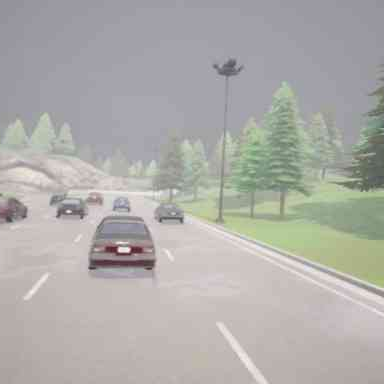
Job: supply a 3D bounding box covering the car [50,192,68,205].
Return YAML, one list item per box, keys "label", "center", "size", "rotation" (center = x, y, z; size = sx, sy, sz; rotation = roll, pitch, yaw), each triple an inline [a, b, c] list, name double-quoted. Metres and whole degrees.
- label: "car"
  center: [-15.410, 0.799, 39.188]
  size: [1.837, 1.490, 4.892]
  rotation: [3, 0, -12]

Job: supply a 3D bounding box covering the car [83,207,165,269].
- label: "car"
  center: [-2.212, 1.461, 10.710]
  size: [2.033, 1.411, 5.357]
  rotation: [3, 0, -12]

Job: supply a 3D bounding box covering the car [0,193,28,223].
- label: "car"
  center: [-11.350, 0.978, 20.087]
  size: [1.812, 1.442, 4.674]
  rotation: [3, 0, -12]

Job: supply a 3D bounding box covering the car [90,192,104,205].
- label: "car"
  center: [-13.201, 0.782, 45.647]
  size: [2.097, 1.767, 4.553]
  rotation: [3, 0, -12]

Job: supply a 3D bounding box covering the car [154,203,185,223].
- label: "car"
  center: [-1.812, 1.527, 25.582]
  size: [2.033, 1.411, 5.357]
  rotation: [3, 0, -12]

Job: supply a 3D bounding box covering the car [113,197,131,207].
- label: "car"
  center: [-7.599, 1.248, 36.052]
  size: [2.033, 1.411, 5.357]
  rotation: [3, 0, -12]

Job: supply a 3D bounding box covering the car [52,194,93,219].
- label: "car"
  center: [-8.725, 1.132, 24.551]
  size: [1.812, 1.442, 4.674]
  rotation: [3, 0, -12]
